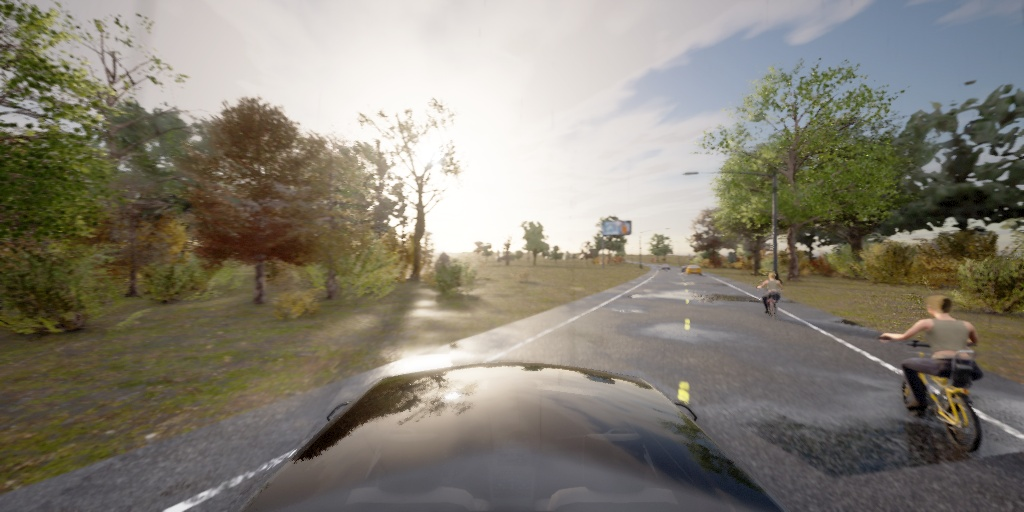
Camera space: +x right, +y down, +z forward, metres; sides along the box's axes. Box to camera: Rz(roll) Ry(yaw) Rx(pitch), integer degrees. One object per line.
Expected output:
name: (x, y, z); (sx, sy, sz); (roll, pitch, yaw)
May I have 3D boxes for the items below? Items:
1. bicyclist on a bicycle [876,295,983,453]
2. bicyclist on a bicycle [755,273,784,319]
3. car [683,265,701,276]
bicyclist on a bicycle: (4.981, 1.257, 4.229); (0.866, 1.612, 1.509); (0, -1, 27)
bicyclist on a bicycle: (9.318, 1.406, 12.909); (0.866, 1.612, 1.509); (0, -1, 26)
car: (27.244, 2.106, 53.870); (1.882, 1.535, 5.008); (0, -1, 23)
